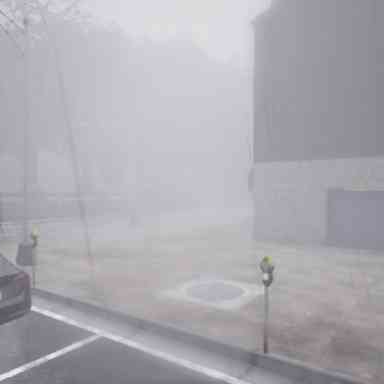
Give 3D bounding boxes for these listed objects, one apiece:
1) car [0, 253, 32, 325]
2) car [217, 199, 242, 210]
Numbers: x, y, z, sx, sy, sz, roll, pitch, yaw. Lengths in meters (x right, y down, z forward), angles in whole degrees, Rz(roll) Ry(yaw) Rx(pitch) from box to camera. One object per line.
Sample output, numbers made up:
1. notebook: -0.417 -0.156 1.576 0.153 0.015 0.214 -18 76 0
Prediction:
1. car: -4.677 1.616 6.135 4.313 1.339 1.947 -1 0 36
2. car: 5.207 1.696 45.924 2.128 1.511 4.902 0 0 36
